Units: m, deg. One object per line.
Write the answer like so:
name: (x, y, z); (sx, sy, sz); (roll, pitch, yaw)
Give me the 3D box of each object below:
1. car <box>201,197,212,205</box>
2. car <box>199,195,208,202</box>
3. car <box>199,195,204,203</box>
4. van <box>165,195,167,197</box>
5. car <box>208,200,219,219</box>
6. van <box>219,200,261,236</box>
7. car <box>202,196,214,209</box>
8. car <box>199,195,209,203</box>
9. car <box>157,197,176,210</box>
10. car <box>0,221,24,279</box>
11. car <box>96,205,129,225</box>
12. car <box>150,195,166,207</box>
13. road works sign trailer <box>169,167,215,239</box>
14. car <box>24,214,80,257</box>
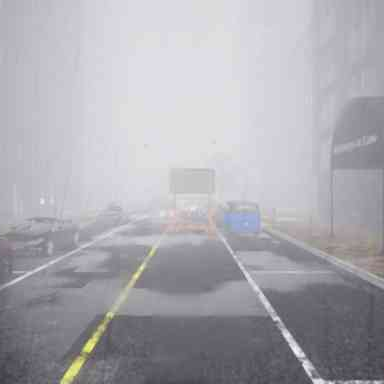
car: (2.704, 1.659, 64.039); (2.008, 1.369, 4.403); (0, 0, 0)
car: (2.708, 1.554, 81.116); (1.967, 1.590, 4.097); (0, 0, 0)
car: (2.703, 1.655, 58.347); (2.008, 1.369, 4.403); (0, 0, 0)
van: (-5.677, 1.449, 64.045); (1.690, 1.788, 3.998); (0, 0, 0)
car: (2.696, 1.639, 29.884); (1.802, 1.307, 4.206); (0, 0, 0)
van: (2.694, 1.377, 18.500); (1.690, 1.788, 3.998); (0, 0, 0)
car: (2.700, 1.670, 46.962); (1.802, 1.307, 4.206); (0, 0, 0)
car: (2.707, 1.553, 75.424); (1.967, 1.590, 4.097); (0, 0, 0)
car: (-3.084, 1.683, 43.457); (1.895, 1.301, 4.718); (0, 0, 0)
car: (-5.690, 1.455, 7.120); (1.967, 1.590, 4.097); (0, 0, 0)
car: (-5.686, 1.629, 24.196); (1.802, 1.307, 4.206); (0, 0, 0)
car: (-5.680, 1.648, 52.659); (2.008, 1.369, 4.403); (0, 0, 0)
road works sign trailer: (0.003, 0.499, 17.521); (2.380, 3.560, 2.880); (0, 0, 0)
car: (-5.688, 1.577, 12.812); (2.008, 1.369, 4.403); (0, 0, 0)
